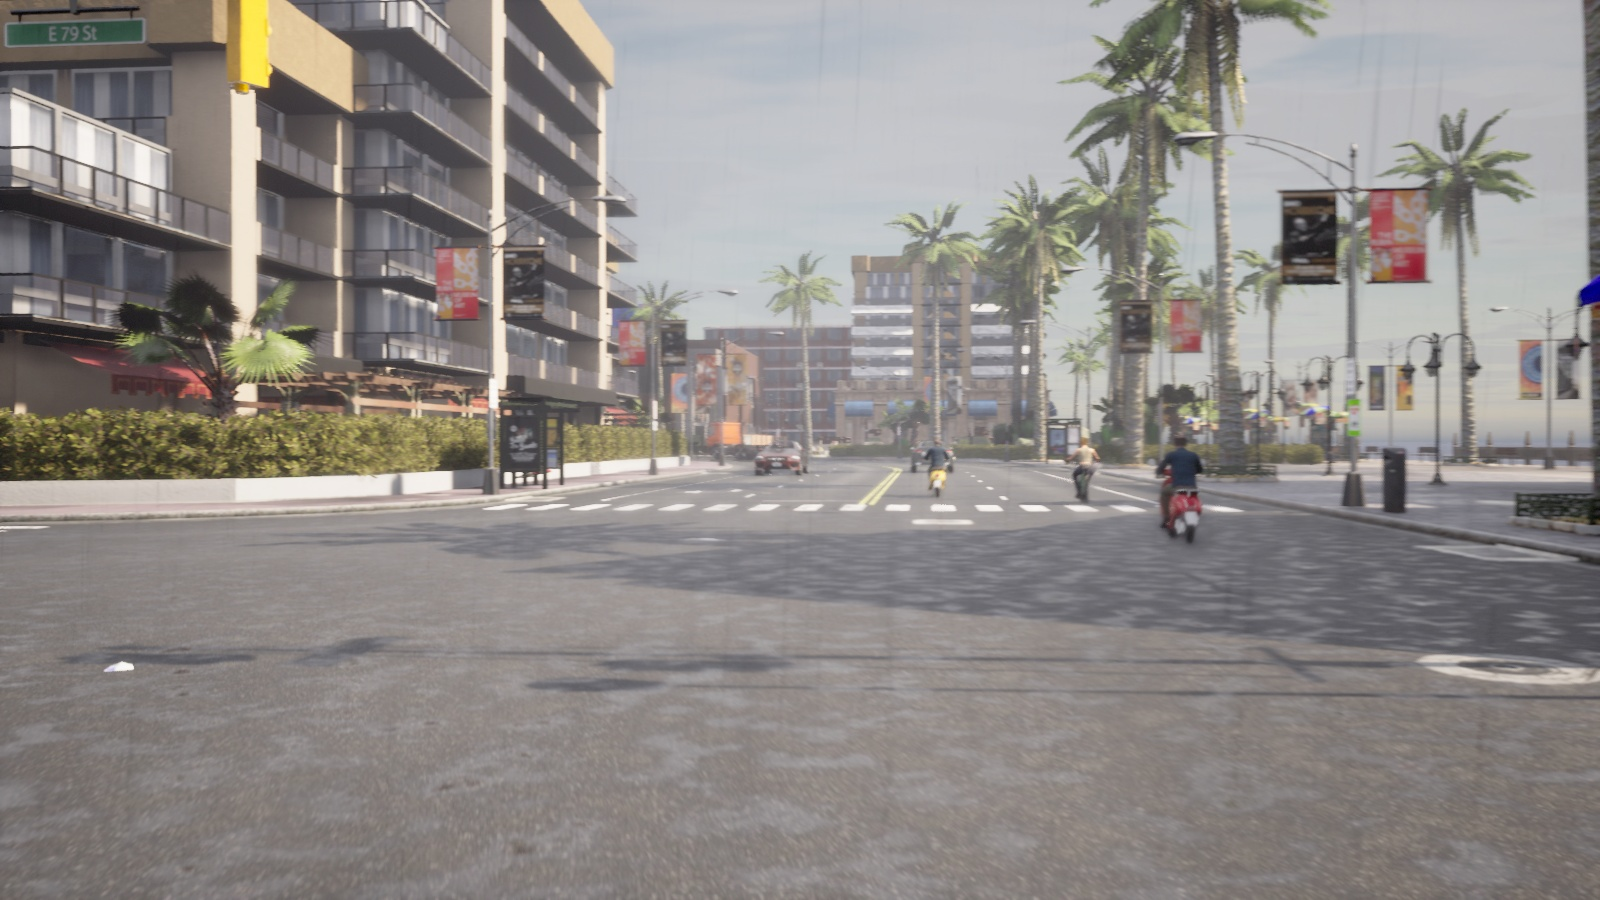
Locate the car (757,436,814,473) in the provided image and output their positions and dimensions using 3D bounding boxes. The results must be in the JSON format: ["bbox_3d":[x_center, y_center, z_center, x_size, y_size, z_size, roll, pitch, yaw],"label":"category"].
[{"bbox_3d":[-0.626,0.193,58.787,2.152,1.651,5.027,0,0,6],"label":"car"}]

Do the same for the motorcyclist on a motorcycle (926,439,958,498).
[{"bbox_3d":[3.936,0.498,34.866,0.866,1.590,1.817,0,0,6],"label":"motorcyclist on a motorcycle"}]

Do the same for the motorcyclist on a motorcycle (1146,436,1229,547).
[{"bbox_3d":[5.809,0.586,18.929,0.866,1.590,1.817,0,0,6],"label":"motorcyclist on a motorcycle"}]

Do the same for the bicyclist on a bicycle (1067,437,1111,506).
[{"bbox_3d":[6.995,0.503,30.460,0.866,1.612,1.509,0,0,6],"label":"bicyclist on a bicycle"}]

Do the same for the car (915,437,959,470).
[{"bbox_3d":[6.954,0.154,64.225,2.152,1.651,5.027,0,0,5],"label":"car"}]
